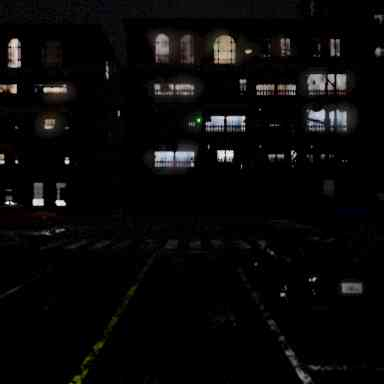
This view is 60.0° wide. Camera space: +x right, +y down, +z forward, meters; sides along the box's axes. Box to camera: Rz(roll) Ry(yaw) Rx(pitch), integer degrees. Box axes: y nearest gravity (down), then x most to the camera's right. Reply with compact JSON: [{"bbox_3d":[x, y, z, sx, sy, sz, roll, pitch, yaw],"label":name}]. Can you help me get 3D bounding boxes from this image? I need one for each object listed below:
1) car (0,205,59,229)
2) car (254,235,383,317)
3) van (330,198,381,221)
[{"bbox_3d":[-11.266,1.591,21.550,5.008,1.535,1.882,0,-1,0],"label":"car"},{"bbox_3d":[2.571,1.585,7.421,1.947,1.339,4.313,1,0,0],"label":"car"},{"bbox_3d":[13.073,1.361,27.000,3.998,1.788,1.690,0,0,0],"label":"van"}]
